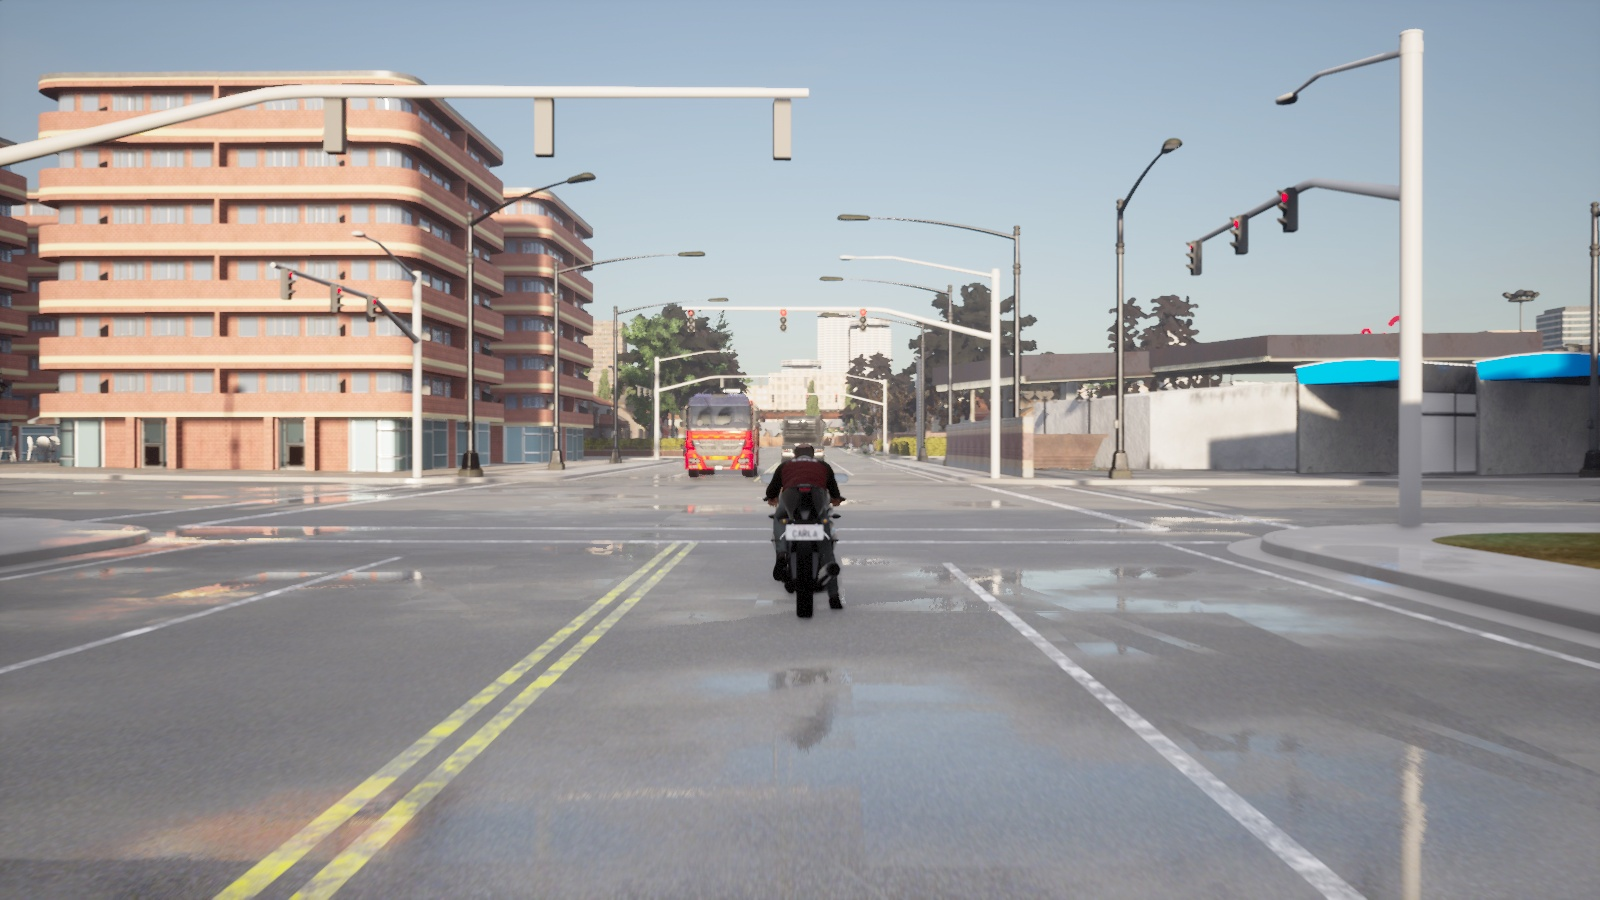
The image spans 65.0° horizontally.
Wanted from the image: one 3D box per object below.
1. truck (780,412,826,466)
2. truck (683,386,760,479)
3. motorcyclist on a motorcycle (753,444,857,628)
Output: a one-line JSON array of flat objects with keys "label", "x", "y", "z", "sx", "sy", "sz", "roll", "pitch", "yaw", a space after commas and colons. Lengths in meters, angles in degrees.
[{"label": "truck", "x": 0.211, "y": -0.707, "z": 83.734, "sx": 2.891, "sy": 3.462, "sz": 7.936, "roll": 0, "pitch": 0, "yaw": 0}, {"label": "truck", "x": -3.353, "y": -0.736, "z": 55.842, "sx": 2.891, "sy": 3.827, "sz": 8.468, "roll": 0, "pitch": 0, "yaw": 0}, {"label": "motorcyclist on a motorcycle", "x": 0.043, "y": 0.716, "z": 11.592, "sx": 0.866, "sy": 1.530, "sz": 2.191, "roll": 0, "pitch": 0, "yaw": 0}]
